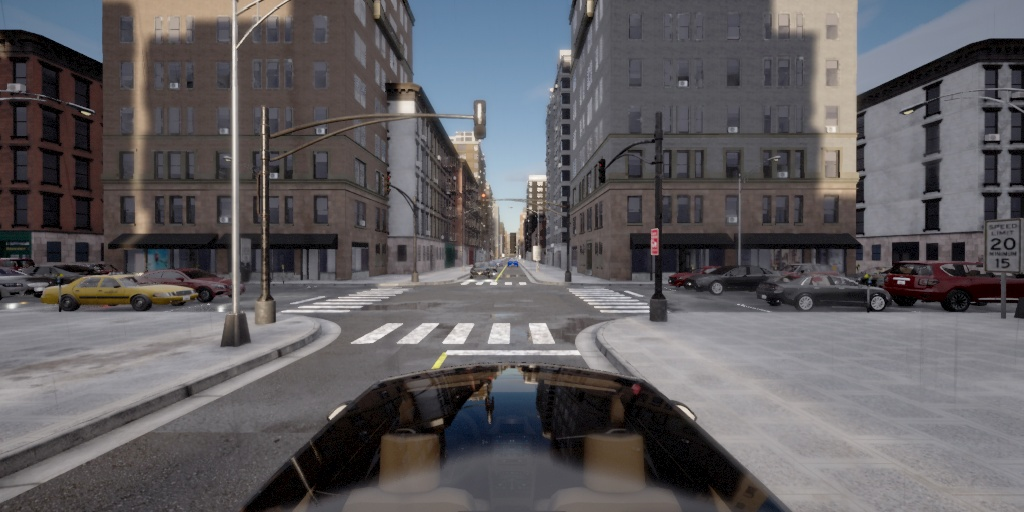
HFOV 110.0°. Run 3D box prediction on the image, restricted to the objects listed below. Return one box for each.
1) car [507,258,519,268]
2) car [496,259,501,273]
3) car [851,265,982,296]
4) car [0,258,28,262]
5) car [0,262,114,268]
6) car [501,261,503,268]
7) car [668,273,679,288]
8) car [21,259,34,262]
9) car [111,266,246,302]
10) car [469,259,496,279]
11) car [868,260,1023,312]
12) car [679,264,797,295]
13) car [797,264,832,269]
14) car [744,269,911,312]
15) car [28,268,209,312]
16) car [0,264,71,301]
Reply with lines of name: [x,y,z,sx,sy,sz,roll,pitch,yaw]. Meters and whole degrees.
car: [0.153,1.247,63.171,1.882,1.535,5.008,0,0,0]
car: [-2.742,1.307,44.822,2.033,1.411,5.357,0,0,0]
car: [21.404,1.255,19.115,4.892,1.490,1.837,0,0,0]
car: [-32.011,1.042,21.833,5.009,1.841,2.192,0,0,0]
car: [-24.826,1.245,19.234,4.892,1.490,1.837,0,0,1]
car: [-2.634,1.295,63.931,1.812,1.442,4.674,0,0,1]
car: [11.820,1.280,21.687,4.507,1.381,1.888,0,0,0]
car: [-26.349,1.168,21.814,4.097,1.591,1.967,0,0,0]
car: [-14.774,1.282,16.265,4.674,1.442,1.812,0,0,0]
car: [-2.772,1.260,33.061,1.837,1.490,4.892,0,0,0]
car: [17.202,1.090,13.644,5.009,1.841,2.192,0,0,0]
car: [11.922,1.253,19.143,4.892,1.490,1.837,0,0,0]
car: [17.229,1.176,21.669,4.097,1.591,1.967,0,0,0]
car: [11.793,1.325,13.662,4.403,1.370,2.007,0,0,0]
car: [-14.883,1.294,13.751,4.829,1.417,1.751,0,0,0]
car: [-23.930,1.247,16.312,4.902,1.511,2.128,0,0,0]
